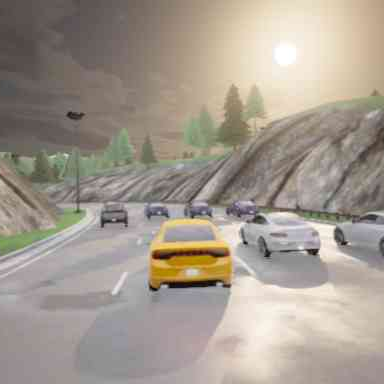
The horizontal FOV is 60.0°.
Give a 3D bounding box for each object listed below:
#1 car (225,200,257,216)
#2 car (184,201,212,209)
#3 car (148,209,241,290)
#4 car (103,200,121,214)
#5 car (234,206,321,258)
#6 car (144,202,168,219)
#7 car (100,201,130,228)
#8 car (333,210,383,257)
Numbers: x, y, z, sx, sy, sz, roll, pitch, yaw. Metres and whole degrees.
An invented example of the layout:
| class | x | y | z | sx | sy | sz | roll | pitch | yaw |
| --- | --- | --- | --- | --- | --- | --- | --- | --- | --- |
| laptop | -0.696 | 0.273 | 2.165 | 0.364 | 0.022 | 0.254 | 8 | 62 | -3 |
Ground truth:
| class | x | y | z | sx | sy | sz | roll | pitch | yaw |
| --- | --- | --- | --- | --- | --- | --- | --- | --- | --- |
| car | 4.263 | 1.418 | 28.608 | 1.812 | 1.442 | 4.674 | -2 | 0 | -11 |
| car | 0.493 | 1.523 | 29.550 | 1.812 | 1.442 | 4.674 | -2 | 0 | -12 |
| car | -0.131 | 1.484 | 9.216 | 1.882 | 1.535 | 5.008 | -2 | 0 | -3 |
| car | -9.809 | 1.813 | 40.782 | 1.812 | 1.442 | 4.674 | -2 | 0 | -17 |
| car | 3.101 | 1.444 | 12.367 | 1.812 | 1.442 | 4.674 | -2 | 0 | -5 |
| car | -3.312 | 1.629 | 30.493 | 1.812 | 1.442 | 4.674 | -2 | 0 | -13 |
| car | -5.566 | 1.656 | 24.164 | 2.128 | 1.511 | 4.902 | -2 | 0 | -11 |
| car | 6.690 | 1.344 | 11.409 | 1.812 | 1.442 | 4.674 | -2 | 0 | -5 |
